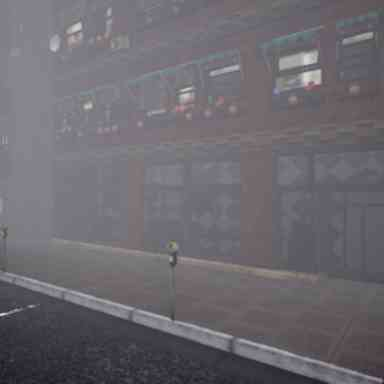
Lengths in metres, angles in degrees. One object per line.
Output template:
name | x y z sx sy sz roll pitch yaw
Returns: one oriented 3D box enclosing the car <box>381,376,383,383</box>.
car | 3.111 1.314 0.654 5.009 1.841 2.192 0 0 35
